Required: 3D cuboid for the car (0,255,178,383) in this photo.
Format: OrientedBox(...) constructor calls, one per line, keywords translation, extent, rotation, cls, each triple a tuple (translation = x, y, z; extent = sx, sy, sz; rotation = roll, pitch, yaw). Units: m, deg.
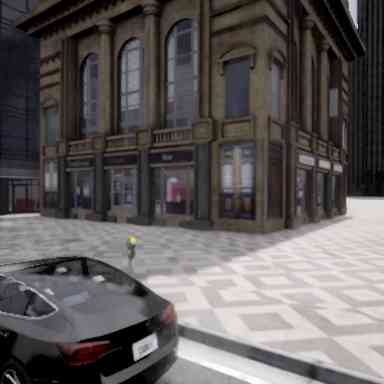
OrientedBox(translation=(-2.152, 1.556, 4.494), extent=(4.313, 1.339, 1.947), rotation=(0, 0, 35), cls="car")
